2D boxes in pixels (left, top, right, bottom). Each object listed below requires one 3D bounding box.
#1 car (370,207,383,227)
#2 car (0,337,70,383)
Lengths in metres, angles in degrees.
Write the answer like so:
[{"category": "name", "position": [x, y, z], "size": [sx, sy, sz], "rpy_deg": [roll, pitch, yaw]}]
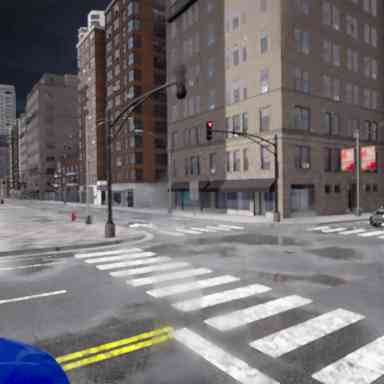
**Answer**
[{"category": "car", "position": [13.260, 1.350, 21.115], "size": [4.553, 1.767, 2.097], "rpy_deg": [0, 0, -35]}, {"category": "car", "position": [-3.051, 1.479, 1.271], "size": [5.008, 1.535, 1.882], "rpy_deg": [0, 0, -35]}]
